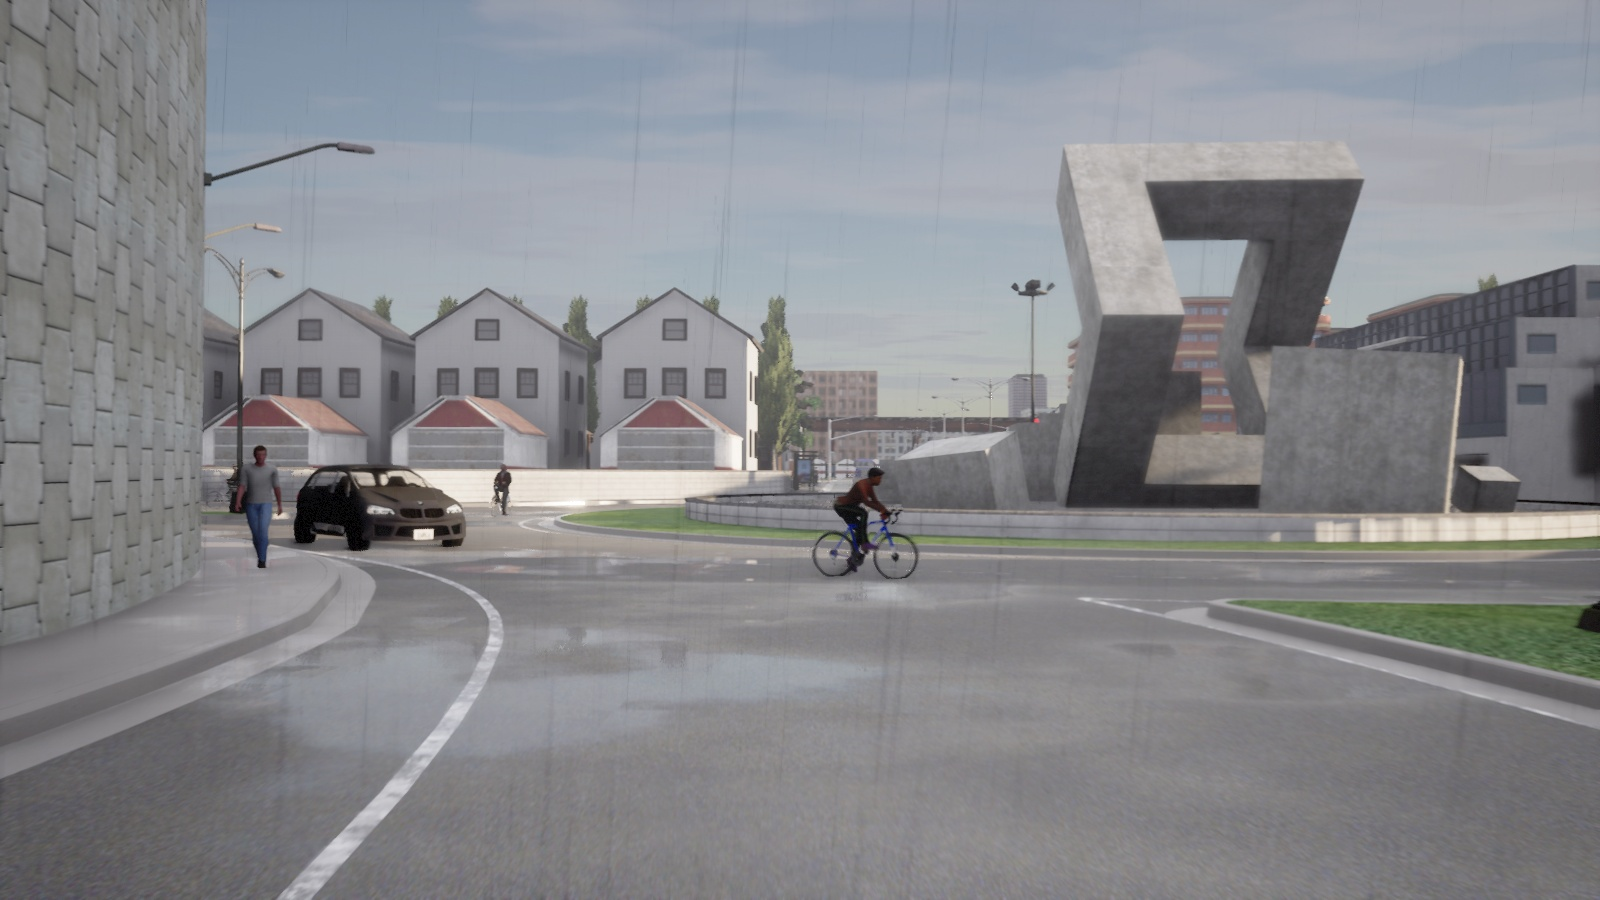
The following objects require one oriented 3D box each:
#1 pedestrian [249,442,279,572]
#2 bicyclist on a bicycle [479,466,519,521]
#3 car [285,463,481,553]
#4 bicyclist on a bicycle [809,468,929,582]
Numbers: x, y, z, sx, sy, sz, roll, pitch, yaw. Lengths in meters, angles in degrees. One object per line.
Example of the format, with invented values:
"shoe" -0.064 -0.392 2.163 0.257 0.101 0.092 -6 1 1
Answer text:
"pedestrian" -7.716 0.806 18.098 0.354 1.836 0.706 0 -1 -20
"bicyclist on a bicycle" -9.936 1.423 41.474 0.659 1.776 1.843 0 -1 7
"car" -8.638 1.128 25.789 2.242 1.667 4.611 1 -1 -41
"bicyclist on a bicycle" 1.008 1.070 18.368 1.656 1.620 0.582 0 -2 24
